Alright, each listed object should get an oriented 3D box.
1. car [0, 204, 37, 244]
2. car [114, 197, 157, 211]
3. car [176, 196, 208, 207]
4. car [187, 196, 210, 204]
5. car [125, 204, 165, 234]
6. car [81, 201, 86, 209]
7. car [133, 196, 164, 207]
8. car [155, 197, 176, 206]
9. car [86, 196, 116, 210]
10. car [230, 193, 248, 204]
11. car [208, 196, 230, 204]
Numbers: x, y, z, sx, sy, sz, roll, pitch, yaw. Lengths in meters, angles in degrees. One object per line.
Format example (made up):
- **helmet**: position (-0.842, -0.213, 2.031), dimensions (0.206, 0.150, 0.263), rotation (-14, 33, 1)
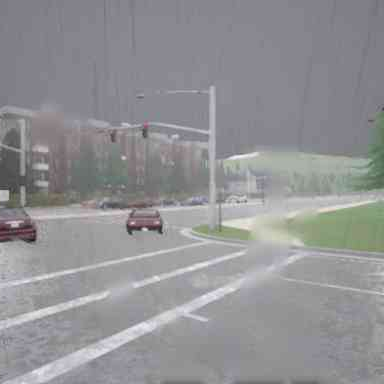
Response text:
- **car**: position (-8.845, 1.363, 14.600), dimensions (4.553, 1.767, 2.097), rotation (0, 0, 36)
- **car**: position (-7.037, 1.623, 41.650), dimensions (1.895, 1.301, 4.718), rotation (0, 0, 35)
- **car**: position (0.034, 1.548, 51.713), dimensions (1.812, 1.442, 4.674), rotation (0, 0, 35)
- **car**: position (1.324, 1.506, 65.639), dimensions (1.882, 1.535, 5.008), rotation (0, 0, 35)
- **car**: position (-2.626, 1.611, 19.167), dimensions (1.895, 1.301, 4.718), rotation (0, 0, -6)
- **car**: position (-12.864, 1.379, 45.517), dimensions (2.097, 1.767, 4.553), rotation (0, 0, 35)
- **car**: position (-7.003, 1.519, 53.869), dimensions (2.128, 1.511, 4.902), rotation (0, 0, 35)
- **car**: position (-4.337, 1.530, 51.583), dimensions (1.837, 1.490, 4.892), rotation (0, 0, 35)
- **car**: position (-10.672, 1.377, 42.559), dimensions (2.097, 1.767, 4.553), rotation (0, 0, 35)
- **car**: position (8.718, 1.245, 63.998), dimensions (2.150, 2.045, 5.566), rotation (0, 0, 36)
- **car**: position (4.631, 1.515, 64.275), dimensions (2.128, 1.511, 4.902), rotation (0, 0, 36)
